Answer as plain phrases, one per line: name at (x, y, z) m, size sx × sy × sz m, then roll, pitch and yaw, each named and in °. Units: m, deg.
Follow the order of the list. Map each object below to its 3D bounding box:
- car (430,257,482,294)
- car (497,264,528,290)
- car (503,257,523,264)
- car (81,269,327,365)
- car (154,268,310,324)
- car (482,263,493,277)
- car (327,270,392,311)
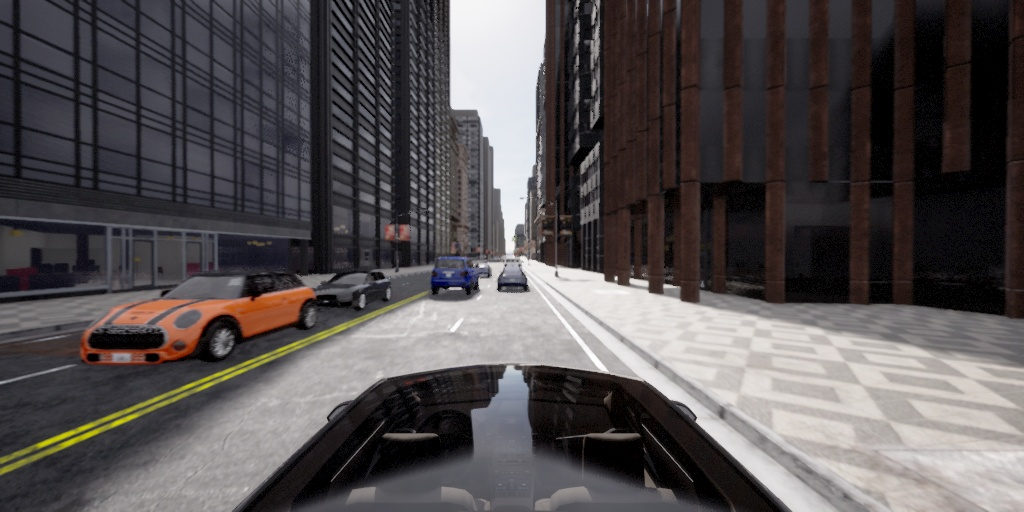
car at (-3.239, 1.076, 21.101) m, size 2.150 × 2.045 × 5.566 m, roll 0°, pitch 0°, yaw 0°
car at (0.038, 1.432, 23.979) m, size 1.994 × 1.385 × 4.181 m, roll 0°, pitch 0°, yaw 0°
car at (0.081, 1.187, 42.800) m, size 2.150 × 2.045 × 5.566 m, roll 0°, pitch 0°, yaw 0°
car at (-6.594, 1.136, 8.306) m, size 2.097 × 1.767 × 4.553 m, roll 0°, pitch 0°, yaw 0°
car at (-9.837, 1.289, 13.302) m, size 1.882 × 1.535 × 5.008 m, roll 0°, pitch 0°, yaw 0°
car at (-3.184, 1.494, 38.981) m, size 2.033 × 1.411 × 5.357 m, roll 0°, pitch 0°, yaw 0°
car at (-6.503, 1.354, 14.945) m, size 1.837 × 1.490 × 4.892 m, roll 0°, pitch 0°, yaw 0°
